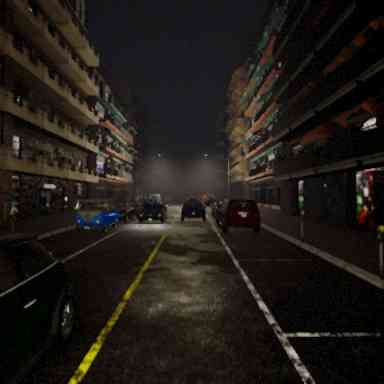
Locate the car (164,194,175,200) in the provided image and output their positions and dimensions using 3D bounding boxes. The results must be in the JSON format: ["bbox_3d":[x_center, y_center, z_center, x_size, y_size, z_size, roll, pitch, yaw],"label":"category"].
[{"bbox_3d":[-5.308,1.425,74.372,1.752,1.417,4.829,1,0,0],"label":"car"}]

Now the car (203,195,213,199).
[{"bbox_3d":[2.574,1.475,46.754,1.947,1.339,4.313,1,0,0],"label":"car"}]

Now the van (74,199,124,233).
[{"bbox_3d":[-5.300,1.276,18.900,1.690,1.788,3.998,1,0,0],"label":"van"}]

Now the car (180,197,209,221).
[{"bbox_3d":[0.102,1.401,26.641,1.882,1.535,5.008,0,0,0],"label":"car"}]

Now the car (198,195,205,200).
[{"bbox_3d":[2.570,1.426,91.435,1.752,1.417,4.829,1,0,0],"label":"car"}]

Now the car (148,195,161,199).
[{"bbox_3d":[-5.306,1.464,41.157,2.008,1.369,4.403,1,0,0],"label":"car"}]

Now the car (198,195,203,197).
[{"bbox_3d":[0.098,1.389,42.351,1.882,1.535,5.008,0,0,0],"label":"car"}]

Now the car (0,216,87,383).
[{"bbox_3d":[-2.841,1.338,3.267,2.097,1.767,4.553,0,0,0],"label":"car"}]

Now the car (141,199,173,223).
[{"bbox_3d":[-2.817,1.473,25.158,2.033,1.411,5.357,0,0,0],"label":"car"}]

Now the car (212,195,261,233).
[{"bbox_3d":[2.579,1.250,18.937,2.192,1.841,5.009,1,0,0],"label":"car"}]

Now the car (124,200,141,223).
[{"bbox_3d":[-5.304,1.478,24.466,2.008,1.369,4.403,1,0,0],"label":"car"}]

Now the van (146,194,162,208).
[{"bbox_3d":[-5.303,1.251,46.721,1.690,1.788,3.998,1,0,0],"label":"van"}]

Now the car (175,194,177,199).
[{"bbox_3d":[-5.309,1.465,85.669,1.947,1.339,4.313,1,0,0],"label":"car"}]

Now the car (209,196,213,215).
[{"bbox_3d":[2.577,1.367,24.501,1.967,1.590,4.097,1,0,0],"label":"car"}]
